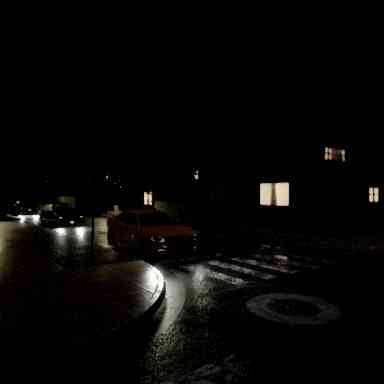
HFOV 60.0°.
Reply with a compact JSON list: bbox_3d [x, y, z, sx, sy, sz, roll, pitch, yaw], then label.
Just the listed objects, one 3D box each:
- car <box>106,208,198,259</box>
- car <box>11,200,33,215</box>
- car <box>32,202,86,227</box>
[{"bbox_3d":[-1.682,1.428,12.680,1.882,1.535,5.008,1,0,-34],"label":"car"},{"bbox_3d":[-15.821,1.438,31.594,1.994,1.385,4.181,1,0,-37],"label":"car"},{"bbox_3d":[-8.972,1.459,22.572,2.033,1.411,5.357,1,0,-37],"label":"car"}]
